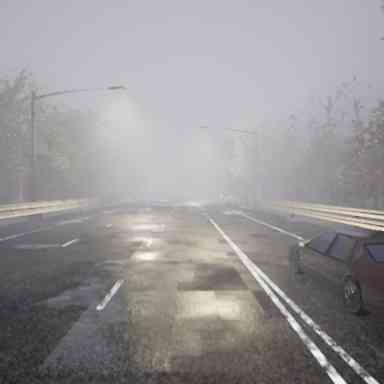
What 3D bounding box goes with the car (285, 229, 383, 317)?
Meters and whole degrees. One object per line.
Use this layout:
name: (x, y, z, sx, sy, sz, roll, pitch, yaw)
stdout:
car: (3.742, 1.535, 7.407, 2.033, 1.411, 5.357, 0, 0, -2)
